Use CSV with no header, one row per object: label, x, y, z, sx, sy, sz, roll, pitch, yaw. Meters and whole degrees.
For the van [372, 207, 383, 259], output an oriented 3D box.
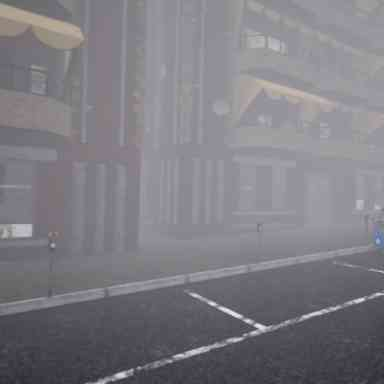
van,7.593,1.312,10.913,3.998,1.788,1.690,0,2,-33
